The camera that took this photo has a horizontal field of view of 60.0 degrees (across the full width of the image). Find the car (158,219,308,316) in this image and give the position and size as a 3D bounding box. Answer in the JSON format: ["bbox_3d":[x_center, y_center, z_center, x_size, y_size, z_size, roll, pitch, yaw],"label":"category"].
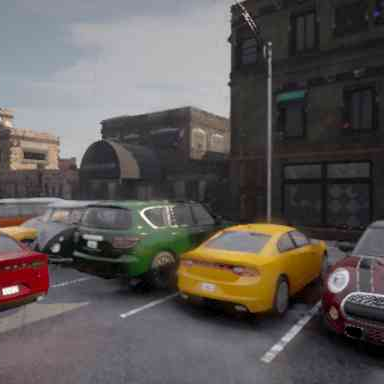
[{"bbox_3d":[1.706,1.484,7.732,2.097,1.535,5.008,0,0,36],"label":"car"}]

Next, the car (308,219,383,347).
[{"bbox_3d":[3.971,1.355,6.161,2.185,1.767,4.553,0,0,36],"label":"car"}]

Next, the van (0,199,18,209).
[{"bbox_3d":[-7.305,1.271,14.311,1.878,1.987,4.442,0,0,36],"label":"van"}]

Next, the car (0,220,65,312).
[{"bbox_3d":[-5.020,1.488,6.973,5.008,1.535,1.882,0,0,36],"label":"car"}]

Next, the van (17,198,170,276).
[{"bbox_3d":[-2.951,1.265,10.918,1.878,1.987,4.442,0,0,36],"label":"van"}]

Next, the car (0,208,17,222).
[{"bbox_3d":[-5.125,1.494,12.619,2.097,1.535,5.008,0,0,36],"label":"car"}]
